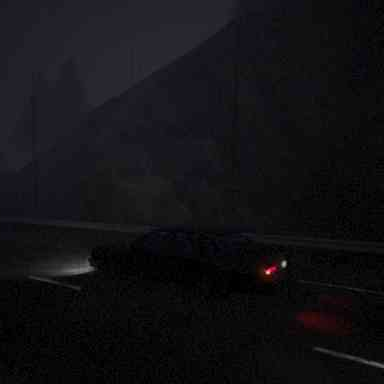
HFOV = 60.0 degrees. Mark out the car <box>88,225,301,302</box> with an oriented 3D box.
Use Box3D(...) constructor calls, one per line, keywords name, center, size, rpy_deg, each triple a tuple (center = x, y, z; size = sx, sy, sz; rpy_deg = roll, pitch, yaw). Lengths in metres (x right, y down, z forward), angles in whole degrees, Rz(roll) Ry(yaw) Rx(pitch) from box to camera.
Box3D(name="car", center=(-0.180, 1.536, 8.247), size=(5.357, 1.411, 2.033), rpy_deg=(0, 0, 34))
